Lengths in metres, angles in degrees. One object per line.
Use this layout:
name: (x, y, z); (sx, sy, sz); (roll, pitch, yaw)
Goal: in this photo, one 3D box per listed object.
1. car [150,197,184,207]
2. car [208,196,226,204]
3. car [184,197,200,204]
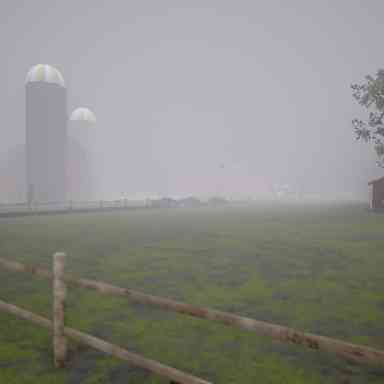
car: (-3.957, 1.529, 50.408); (2.033, 1.411, 5.357); (0, 0, 36)
car: (4.776, 1.524, 62.604); (1.994, 1.385, 4.181); (0, 0, 36)
car: (-0.371, 1.540, 60.140); (1.994, 1.385, 4.181); (0, 0, 36)
